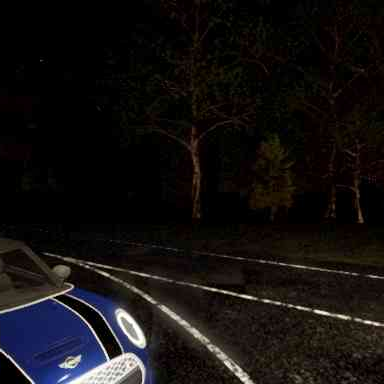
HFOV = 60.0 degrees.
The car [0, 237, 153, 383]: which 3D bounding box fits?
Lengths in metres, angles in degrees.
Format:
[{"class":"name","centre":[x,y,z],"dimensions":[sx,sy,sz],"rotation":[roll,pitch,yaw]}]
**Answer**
[{"class":"car","centre":[-2.596,1.338,3.735],"dimensions":[4.553,1.767,2.097],"rotation":[1,0,35]}]
